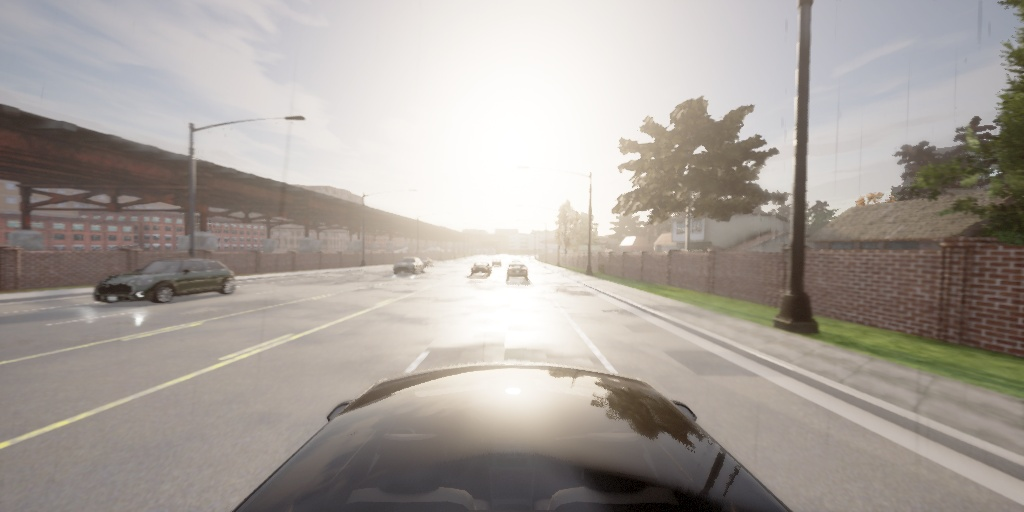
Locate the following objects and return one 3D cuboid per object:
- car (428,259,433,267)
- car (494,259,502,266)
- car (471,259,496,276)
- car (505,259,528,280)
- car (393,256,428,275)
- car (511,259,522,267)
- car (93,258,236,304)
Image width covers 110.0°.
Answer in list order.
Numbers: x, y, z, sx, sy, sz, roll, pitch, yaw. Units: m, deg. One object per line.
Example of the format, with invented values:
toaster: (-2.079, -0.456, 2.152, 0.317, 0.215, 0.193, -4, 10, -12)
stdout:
car: (-13.467, 0.974, 55.054, 2.128, 1.511, 4.902, 1, 0, 1)
car: (-2.730, 1.207, 64.893, 1.895, 1.301, 4.718, 1, 0, 1)
car: (-3.011, 1.253, 36.416, 1.895, 1.301, 4.718, 1, 0, 0)
car: (0.419, 1.256, 30.356, 2.033, 1.411, 5.357, 1, 0, 0)
car: (-10.137, 0.911, 35.427, 2.097, 1.767, 4.553, 1, 0, 0)
car: (0.742, 1.257, 62.529, 1.895, 1.301, 4.718, 1, 0, 1)
car: (-13.979, 0.898, 14.816, 2.097, 1.767, 4.553, 1, 0, 1)
